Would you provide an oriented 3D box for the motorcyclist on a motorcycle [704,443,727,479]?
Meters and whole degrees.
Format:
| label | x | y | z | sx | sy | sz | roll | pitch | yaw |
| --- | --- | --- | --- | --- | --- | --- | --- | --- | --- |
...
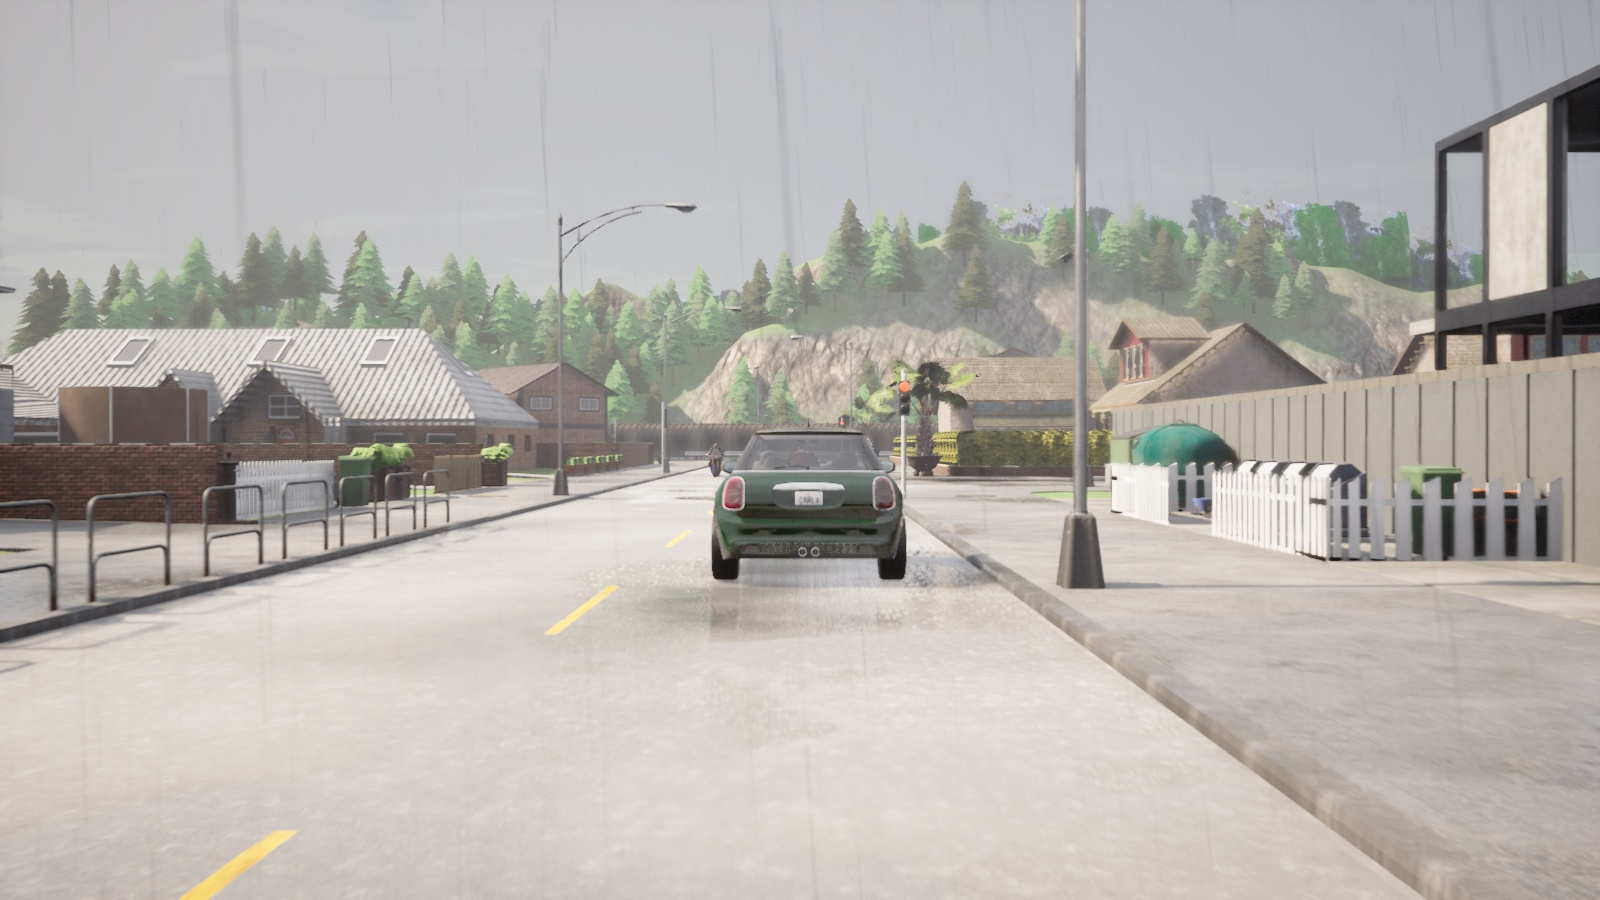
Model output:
| label | x | y | z | sx | sy | sz | roll | pitch | yaw |
| --- | --- | --- | --- | --- | --- | --- | --- | --- | --- |
| motorcyclist on a motorcycle | -3.671 | 0.470 | 54.824 | 0.866 | 1.530 | 2.191 | 0 | 0 | 0 |

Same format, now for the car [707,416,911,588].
| label | x | y | z | sx | sy | sz | roll | pitch | yaw |
| --- | --- | --- | --- | --- | --- | --- | --- | --- | --- |
| car | 0.101 | 0.520 | 15.162 | 2.097 | 1.767 | 4.553 | 0 | 0 | 0 |
